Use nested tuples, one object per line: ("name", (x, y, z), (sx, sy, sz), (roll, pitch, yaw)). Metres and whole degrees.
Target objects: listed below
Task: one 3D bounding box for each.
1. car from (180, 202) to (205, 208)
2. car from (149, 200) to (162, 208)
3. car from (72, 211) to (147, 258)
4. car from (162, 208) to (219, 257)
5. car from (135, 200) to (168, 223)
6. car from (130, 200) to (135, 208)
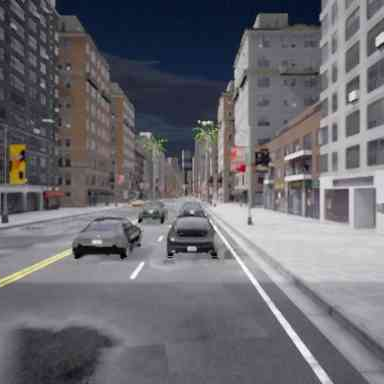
("car", (0.020, 1.634, 28.407), (2.097, 1.767, 4.553), (0, -1, 1))
("car", (-6.554, 2.221, 60.159), (1.895, 1.301, 4.718), (0, -1, 1))
("car", (-3.229, 1.696, 13.377), (1.994, 1.385, 4.181), (0, 0, 0))
("car", (0.022, 1.640, 13.493), (1.837, 1.490, 4.892), (0, 0, 1))
("car", (-3.231, 1.634, 28.405), (2.097, 1.767, 4.553), (0, -1, 1))
("car", (-9.809, 2.094, 59.838), (1.882, 1.535, 5.008), (0, -1, 1))
